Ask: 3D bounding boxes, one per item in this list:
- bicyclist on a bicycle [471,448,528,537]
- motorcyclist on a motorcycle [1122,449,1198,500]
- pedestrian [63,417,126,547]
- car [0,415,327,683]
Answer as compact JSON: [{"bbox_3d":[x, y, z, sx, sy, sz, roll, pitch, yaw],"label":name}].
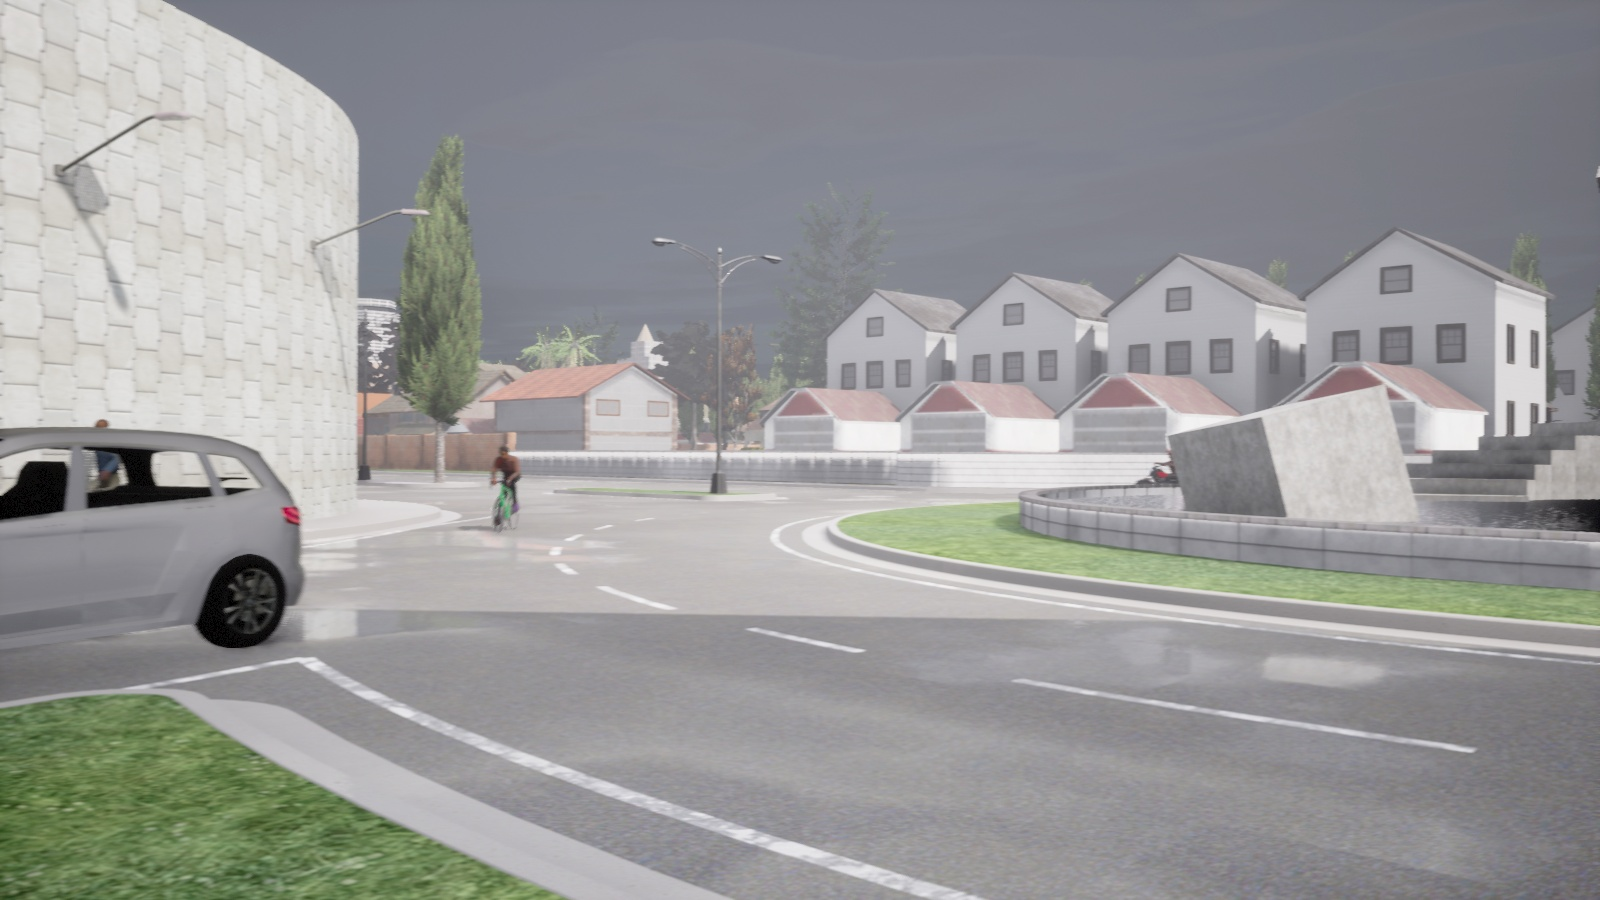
[{"bbox_3d":[-5.617,0.767,23.548,0.582,1.620,1.656,0,0,3],"label":"bicyclist on a bicycle"},{"bbox_3d":[11.955,0.808,41.697,2.350,1.649,0.766,0,0,-13],"label":"motorcyclist on a motorcycle"},{"bbox_3d":[-10.194,0.457,18.157,0.370,1.835,0.726,0,0,22],"label":"pedestrian"},{"bbox_3d":[-5.841,0.616,8.583,2.242,1.667,4.611,0,0,26],"label":"car"}]
